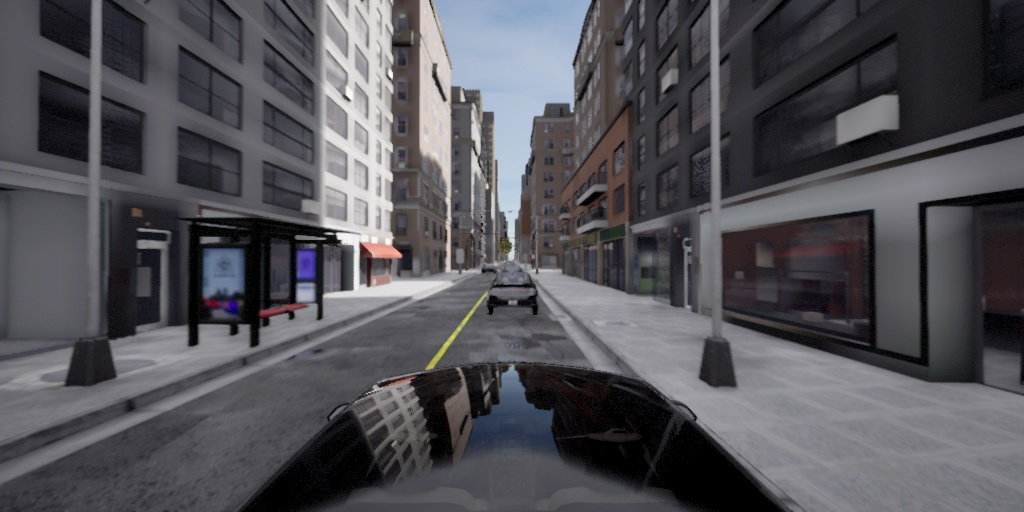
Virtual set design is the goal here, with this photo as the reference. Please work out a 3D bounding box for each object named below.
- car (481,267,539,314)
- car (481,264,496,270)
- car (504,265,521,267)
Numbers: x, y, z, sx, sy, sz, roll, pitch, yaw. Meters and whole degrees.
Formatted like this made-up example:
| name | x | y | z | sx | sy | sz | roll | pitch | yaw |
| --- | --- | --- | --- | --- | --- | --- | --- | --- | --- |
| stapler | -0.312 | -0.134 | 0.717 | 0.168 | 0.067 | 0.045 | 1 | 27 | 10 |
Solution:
| name | x | y | z | sx | sy | sz | roll | pitch | yaw |
| --- | --- | --- | --- | --- | --- | --- | --- | --- | --- |
| car | 0.045 | 1.347 | 14.258 | 2.128 | 1.511 | 4.902 | 0 | 0 | 0 |
| car | -3.042 | 1.750 | 47.681 | 1.895 | 1.301 | 4.718 | 0 | -1 | 1 |
| car | 0.043 | 1.477 | 29.249 | 2.128 | 1.511 | 4.902 | 0 | 0 | 0 |
